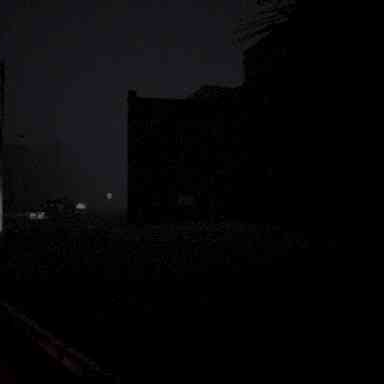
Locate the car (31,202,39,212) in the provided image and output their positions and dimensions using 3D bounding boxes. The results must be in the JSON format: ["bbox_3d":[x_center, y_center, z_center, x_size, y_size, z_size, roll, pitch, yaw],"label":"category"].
[{"bbox_3d":[-20.389,2.026,45.903,2.128,1.511,4.902,1,-1,1],"label":"car"}]

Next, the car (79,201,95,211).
[{"bbox_3d":[-16.821,2.185,52.402,1.812,1.442,4.674,1,-1,1],"label":"car"}]

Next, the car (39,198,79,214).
[{"bbox_3d":[-16.873,1.752,42.683,2.150,2.045,5.566,1,-1,1],"label":"car"}]
